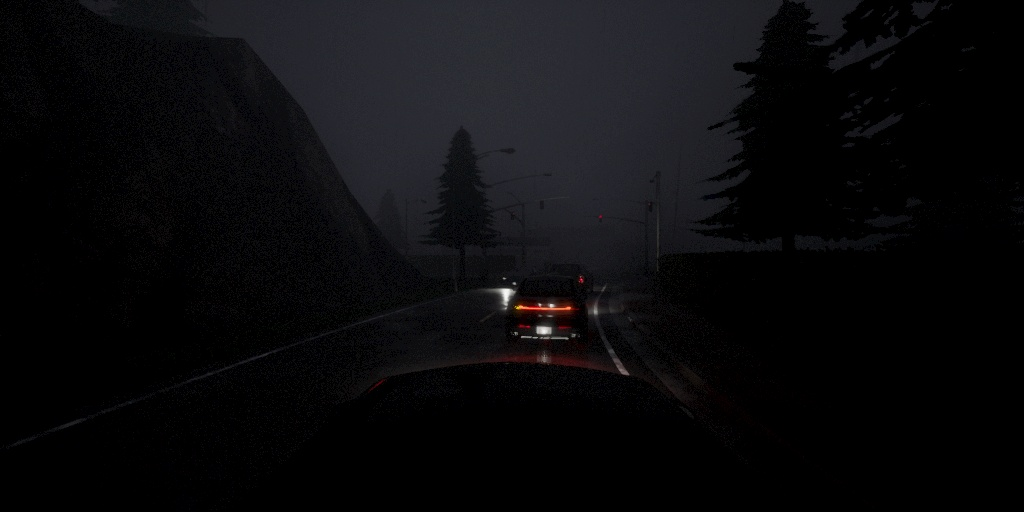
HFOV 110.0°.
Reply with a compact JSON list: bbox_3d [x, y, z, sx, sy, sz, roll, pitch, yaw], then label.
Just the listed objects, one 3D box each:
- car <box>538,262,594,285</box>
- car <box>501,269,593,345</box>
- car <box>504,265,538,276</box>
[{"bbox_3d":[3.022,1.110,18.560,2.097,1.767,4.553,0,0,17],"label":"car"},{"bbox_3d":[1.020,1.259,9.639,1.837,1.490,4.892,0,0,9],"label":"car"},{"bbox_3d":[0.931,1.308,24.557,2.033,1.411,5.357,0,0,17],"label":"car"}]
